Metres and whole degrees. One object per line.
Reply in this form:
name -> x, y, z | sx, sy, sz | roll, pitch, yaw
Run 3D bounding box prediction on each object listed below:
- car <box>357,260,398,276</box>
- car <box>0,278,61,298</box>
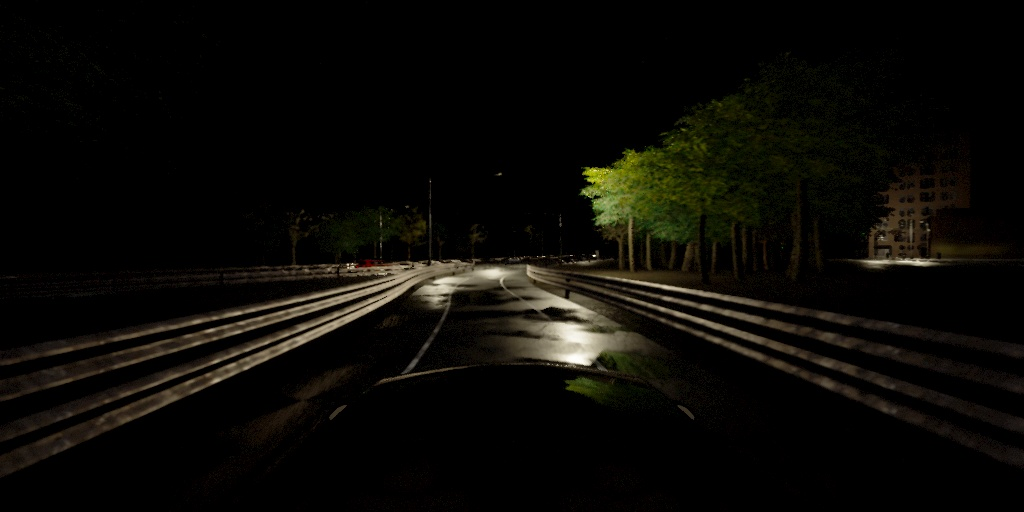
car -> -18.265, 1.534, 48.740 | 2.150, 2.045, 5.566 | 0, 1, 33
car -> -34.325, 2.243, 24.373 | 1.812, 1.442, 4.674 | 0, 1, 33
